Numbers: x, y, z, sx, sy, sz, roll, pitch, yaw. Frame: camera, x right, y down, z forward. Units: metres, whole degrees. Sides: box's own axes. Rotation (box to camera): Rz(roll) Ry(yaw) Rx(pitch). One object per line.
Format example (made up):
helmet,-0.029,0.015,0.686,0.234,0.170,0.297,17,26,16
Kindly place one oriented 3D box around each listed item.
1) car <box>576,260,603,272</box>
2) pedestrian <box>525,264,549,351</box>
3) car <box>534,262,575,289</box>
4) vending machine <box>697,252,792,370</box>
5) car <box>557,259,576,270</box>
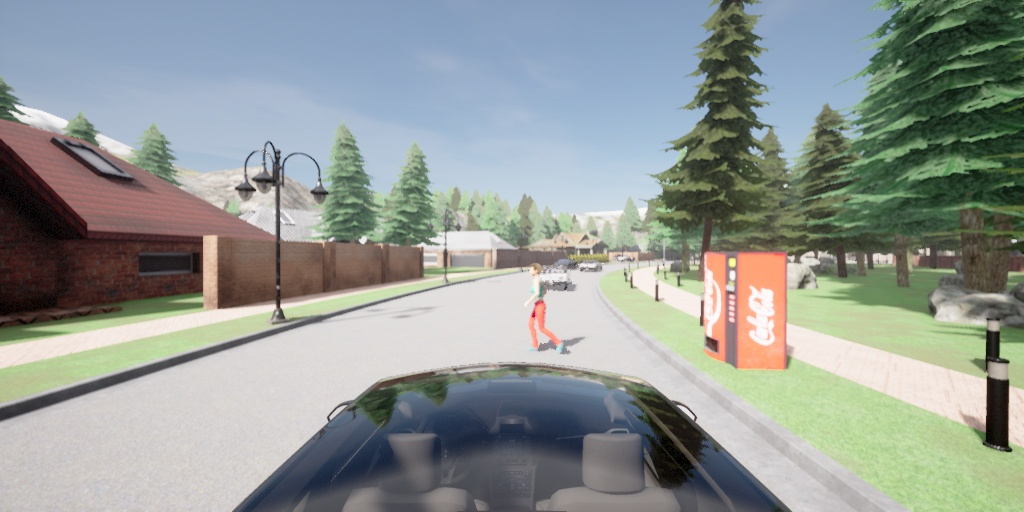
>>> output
car,9.072,1.105,40.823,1.895,1.301,4.718,0,0,24
pedestrian,0.514,1.009,7.274,0.375,1.860,0.375,0,0,4
car,2.567,1.225,21.770,1.895,1.301,4.718,0,0,12
vending machine,4.029,0.916,6.295,1.100,2.100,0.880,0,0,4
car,6.620,1.031,44.262,2.033,1.411,5.357,0,0,26
